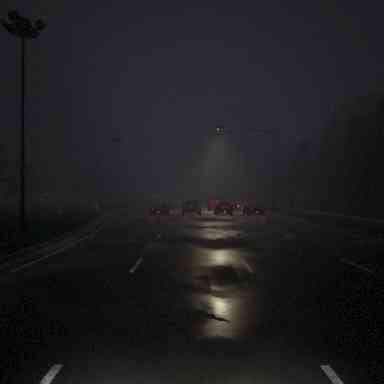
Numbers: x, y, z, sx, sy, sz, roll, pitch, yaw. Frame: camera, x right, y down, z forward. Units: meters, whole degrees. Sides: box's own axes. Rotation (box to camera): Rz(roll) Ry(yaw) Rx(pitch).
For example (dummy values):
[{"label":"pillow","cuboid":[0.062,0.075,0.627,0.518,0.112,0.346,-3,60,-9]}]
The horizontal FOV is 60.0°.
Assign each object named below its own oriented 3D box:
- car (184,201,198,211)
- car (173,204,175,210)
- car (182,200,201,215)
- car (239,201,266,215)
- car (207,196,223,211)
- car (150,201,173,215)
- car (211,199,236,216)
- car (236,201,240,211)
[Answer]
[{"label":"car","cuboid":[-0.086,1.980,47.608,1.895,1.301,4.718,0,0,0]},{"label":"car","cuboid":[-3.586,1.943,47.607,1.994,1.385,4.181,0,0,0]},{"label":"car","cuboid":[-0.068,1.651,37.501,2.097,1.767,4.553,0,0,0]},{"label":"car","cuboid":[6.931,1.900,37.572,1.895,1.301,4.718,0,0,0]},{"label":"car","cuboid":[3.413,1.600,47.587,2.150,2.045,5.566,0,0,0]},{"label":"car","cuboid":[-3.569,1.900,37.553,1.895,1.301,4.718,0,0,0]},{"label":"car","cuboid":[3.432,1.800,37.120,1.837,1.490,4.892,0,0,0]},{"label":"car","cuboid":[6.913,1.979,47.603,1.895,1.301,4.718,0,0,0]}]
